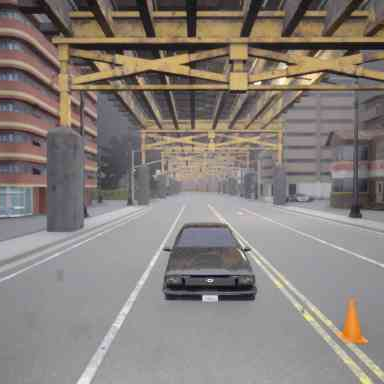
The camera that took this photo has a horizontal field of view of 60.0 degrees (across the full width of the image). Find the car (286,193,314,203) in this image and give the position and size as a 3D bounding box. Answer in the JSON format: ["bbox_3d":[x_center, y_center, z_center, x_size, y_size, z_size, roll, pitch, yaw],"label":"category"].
[{"bbox_3d":[17.481,1.006,54.813,4.974,1.542,2.038,0,1,-20],"label":"car"}]

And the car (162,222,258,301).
[{"bbox_3d":[0.364,1.533,8.705,2.033,1.411,5.357,0,0,1],"label":"car"}]

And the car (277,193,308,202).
[{"bbox_3d":[17.830,0.959,58.970,4.974,1.542,2.038,0,1,25],"label":"car"}]

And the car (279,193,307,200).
[{"bbox_3d":[17.878,0.802,58.946,4.536,1.218,1.853,0,1,25],"label":"car"}]

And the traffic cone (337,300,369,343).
[{"bbox_3d":[2.455,1.949,5.097,0.340,0.580,0.340,0,0,0],"label":"traffic cone"}]

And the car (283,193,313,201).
[{"bbox_3d":[17.530,0.849,54.829,4.536,1.218,1.853,0,1,-20],"label":"car"}]
